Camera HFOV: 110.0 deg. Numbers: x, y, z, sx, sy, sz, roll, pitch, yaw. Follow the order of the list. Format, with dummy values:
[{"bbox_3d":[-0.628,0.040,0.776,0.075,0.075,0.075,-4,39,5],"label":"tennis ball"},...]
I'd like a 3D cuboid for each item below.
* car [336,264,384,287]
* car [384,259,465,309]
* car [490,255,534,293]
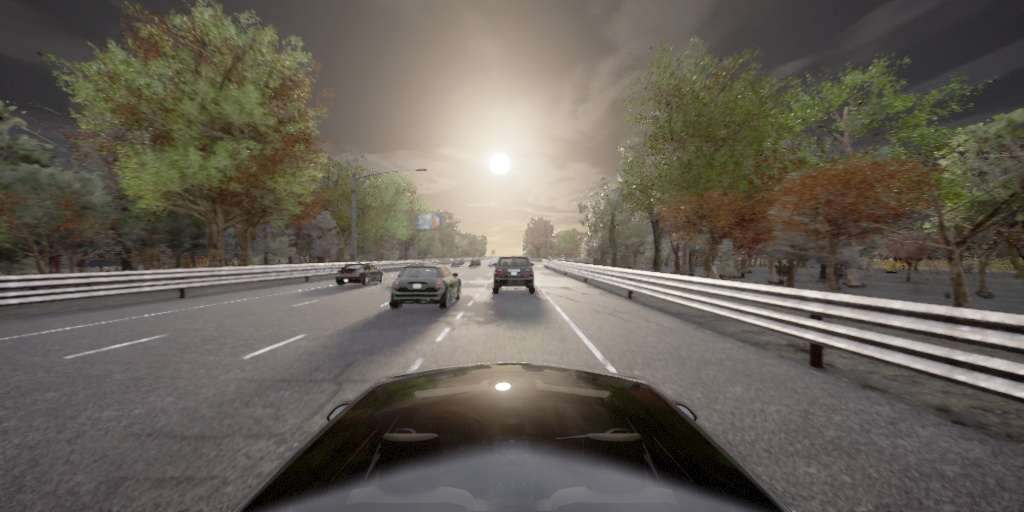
[{"bbox_3d":[-10.398,1.258,24.886,1.837,1.490,4.892,0,0,0],"label":"car"},{"bbox_3d":[-3.400,1.103,14.986,2.097,1.767,4.553,0,0,0],"label":"car"},{"bbox_3d":[0.100,0.974,20.858,2.150,2.045,5.566,0,0,0],"label":"car"}]
